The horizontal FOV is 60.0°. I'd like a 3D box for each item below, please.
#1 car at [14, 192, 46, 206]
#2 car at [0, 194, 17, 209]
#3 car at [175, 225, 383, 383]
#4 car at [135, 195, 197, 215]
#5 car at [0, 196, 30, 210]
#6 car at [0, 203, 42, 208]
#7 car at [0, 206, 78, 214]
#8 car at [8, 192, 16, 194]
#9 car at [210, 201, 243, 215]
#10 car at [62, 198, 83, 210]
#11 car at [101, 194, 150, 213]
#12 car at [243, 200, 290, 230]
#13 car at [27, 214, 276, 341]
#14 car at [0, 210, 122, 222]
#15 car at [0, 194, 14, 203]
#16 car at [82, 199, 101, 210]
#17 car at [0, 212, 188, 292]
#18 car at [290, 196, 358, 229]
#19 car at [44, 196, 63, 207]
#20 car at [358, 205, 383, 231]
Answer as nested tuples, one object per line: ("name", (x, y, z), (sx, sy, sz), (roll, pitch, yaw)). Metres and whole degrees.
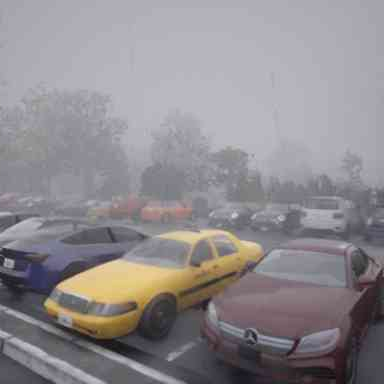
("car", (-15.108, 1.185, 34.002), (2.185, 1.767, 4.553), (1, 0, 36))
("car", (-24.192, 1.098, 40.452), (2.185, 1.767, 4.553), (1, 0, 36))
("car", (2.007, 1.569, 5.577), (2.002, 1.452, 4.674), (0, 0, 36))
("car", (-1.576, 1.304, 24.201), (2.185, 1.767, 4.553), (0, 0, 36))
("car", (-21.910, 1.245, 38.857), (2.097, 1.535, 5.008), (1, 0, 36))
("car", (-9.191, 1.433, 13.597), (2.231, 1.521, 4.892), (0, 0, 36))
("car", (-6.944, 1.481, 11.955), (2.163, 1.488, 4.792), (0, 0, 36))
("car", (-19.664, 1.016, 37.203), (2.435, 2.045, 5.566), (1, 0, 36))
("car", (2.883, 1.343, 21.074), (2.185, 1.767, 4.553), (0, 0, 36))
("car", (-8.339, 1.371, 29.106), (2.097, 1.535, 5.008), (1, 0, 36))
("car", (-3.903, 1.158, 25.947), (2.435, 2.045, 5.566), (0, 0, 36))
("car", (5.144, 1.362, 19.449), (2.185, 1.767, 4.553), (0, 0, 36))
("car", (-0.255, 1.507, 6.955), (1.946, 1.575, 5.366), (1, 0, 36))
("car", (-4.666, 1.511, 10.357), (2.002, 1.452, 4.674), (0, 0, 36))
("car", (-17.385, 1.291, 35.608), (2.231, 1.521, 4.892), (1, 0, 36))
("car", (-6.074, 1.387, 27.700), (1.946, 1.575, 5.366), (0, 0, 36))
("car", (-2.390, 1.520, 8.754), (2.163, 1.488, 4.792), (0, 0, 36))
("car", (7.507, 1.257, 17.749), (2.435, 2.045, 5.566), (0, 0, 36))
("car", (-10.622, 1.381, 30.704), (2.163, 1.488, 4.792), (1, 0, 36))
("car", (9.733, 1.402, 16.075), (2.185, 1.767, 4.553), (0, 0, 36))
